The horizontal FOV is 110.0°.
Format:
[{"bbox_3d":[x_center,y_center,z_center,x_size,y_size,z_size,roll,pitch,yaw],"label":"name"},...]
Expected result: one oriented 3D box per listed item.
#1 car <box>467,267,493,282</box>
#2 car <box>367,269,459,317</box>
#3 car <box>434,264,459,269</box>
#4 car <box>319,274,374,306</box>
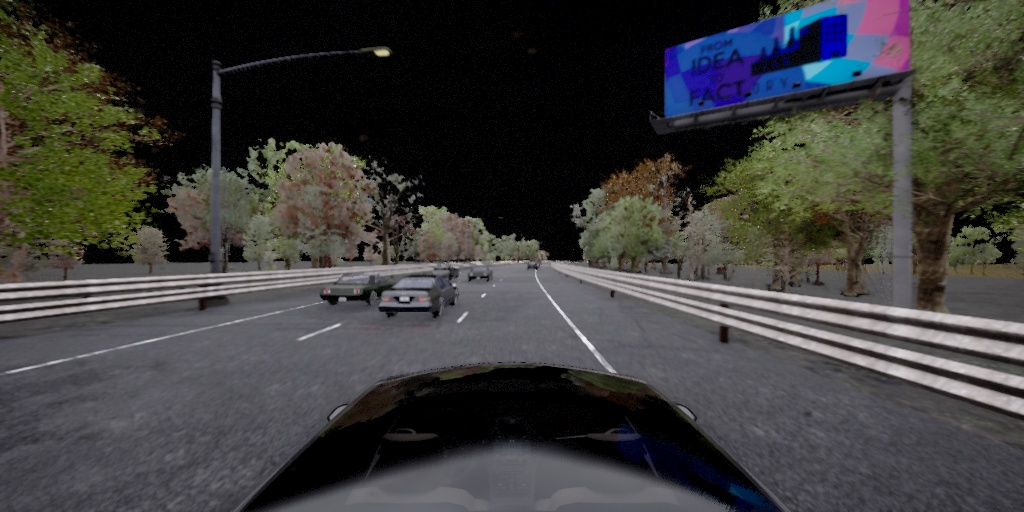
[{"bbox_3d":[-2.772,1.613,32.505,1.895,1.301,4.718,0,-1,2],"label":"car"},{"bbox_3d":[-3.296,1.393,13.612,2.033,1.411,5.357,0,0,1],"label":"car"},{"bbox_3d":[-6.217,1.512,33.811,2.128,1.511,4.902,0,-1,2],"label":"car"},{"bbox_3d":[-6.743,1.468,16.589,1.895,1.301,4.718,0,0,1],"label":"car"}]
